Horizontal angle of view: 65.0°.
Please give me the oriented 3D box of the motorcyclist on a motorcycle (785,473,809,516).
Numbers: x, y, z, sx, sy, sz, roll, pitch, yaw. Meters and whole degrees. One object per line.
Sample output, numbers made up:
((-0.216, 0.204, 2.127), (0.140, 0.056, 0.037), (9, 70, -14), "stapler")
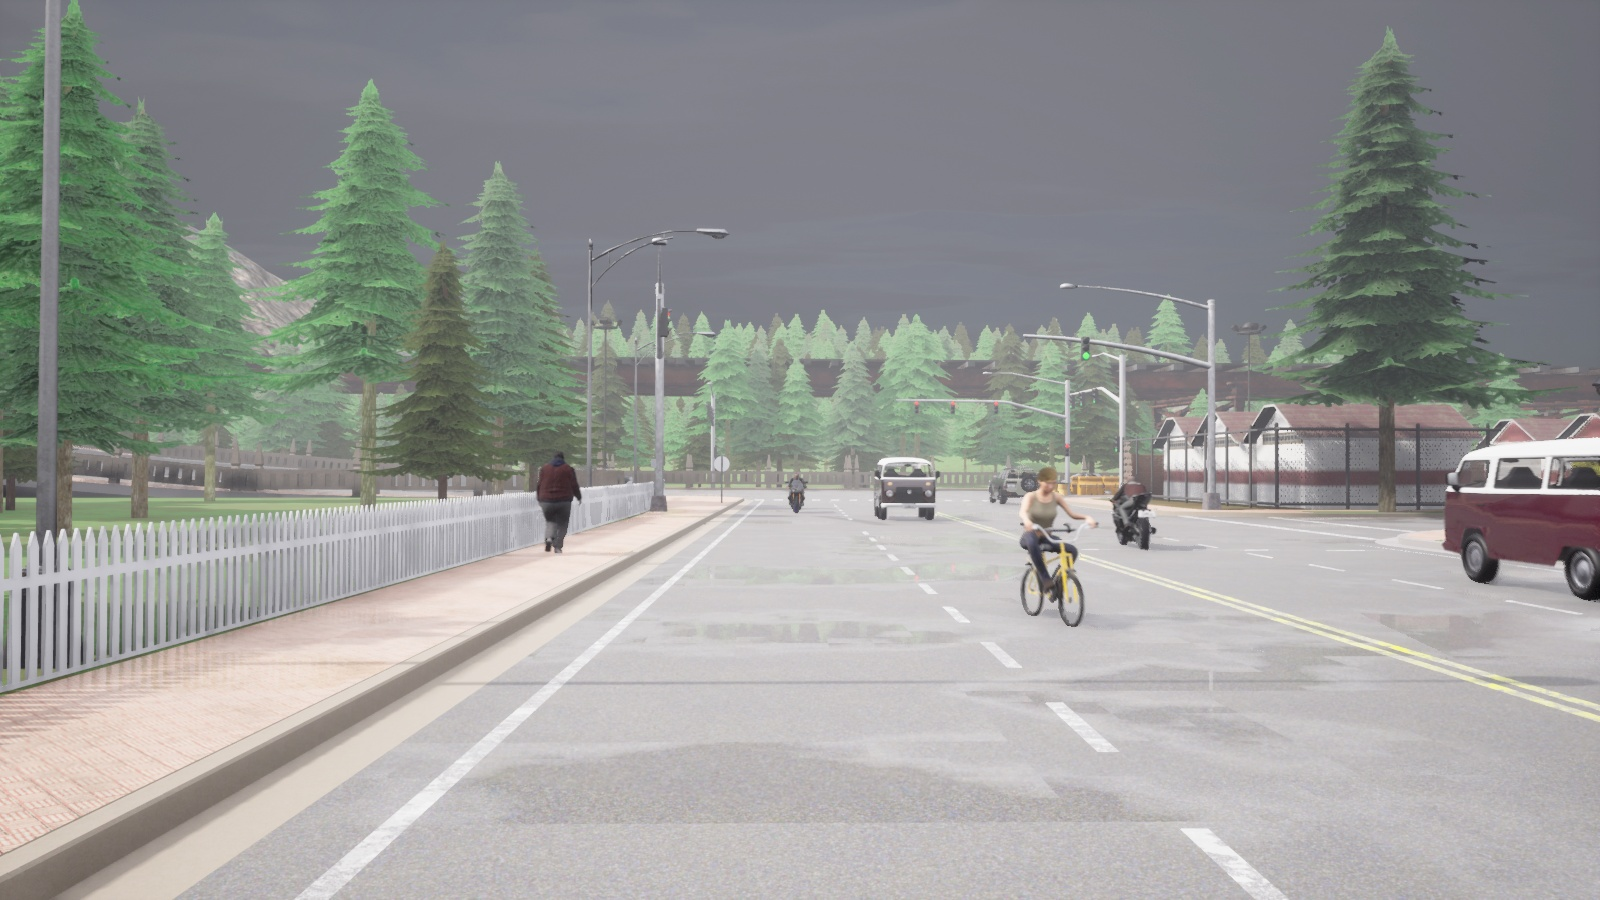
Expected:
((-0.115, 1.630, 46.557), (0.866, 1.530, 2.191), (0, -1, 0), "motorcyclist on a motorcycle")

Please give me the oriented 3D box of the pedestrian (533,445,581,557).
((-4.070, 0.843, 21.101), (0.634, 1.844, 0.899), (0, -1, 0), "pedestrian")

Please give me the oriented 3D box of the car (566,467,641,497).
((-12.838, 2.057, 82.082), (4.605, 1.855, 1.932), (-1, -1, -2), "car")

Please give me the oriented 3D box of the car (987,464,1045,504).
((10.351, 1.604, 60.516), (1.932, 1.855, 4.605), (0, -1, 0), "car")

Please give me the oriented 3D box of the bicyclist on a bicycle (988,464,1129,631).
((2.647, 0.959, 13.031), (0.866, 1.612, 1.509), (0, -1, -14), "bicyclist on a bicycle")

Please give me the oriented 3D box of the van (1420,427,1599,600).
((10.457, 0.778, 16.818), (2.069, 2.038, 4.480), (0, -1, 0), "van")

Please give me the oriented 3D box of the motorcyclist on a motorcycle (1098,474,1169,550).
((6.935, 1.260, 26.229), (0.866, 1.530, 2.191), (0, -1, 0), "motorcyclist on a motorcycle")

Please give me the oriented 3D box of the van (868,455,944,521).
((3.397, 1.212, 41.063), (2.069, 2.038, 4.480), (0, -1, 0), "van")
